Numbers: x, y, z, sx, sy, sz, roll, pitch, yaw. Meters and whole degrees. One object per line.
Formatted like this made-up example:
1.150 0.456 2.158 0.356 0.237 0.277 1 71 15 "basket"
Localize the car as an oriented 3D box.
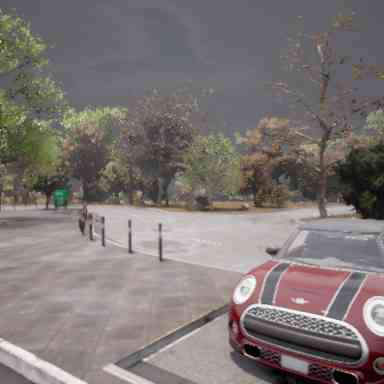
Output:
2.413 1.297 5.487 2.185 1.767 4.553 0 0 35 "car"
